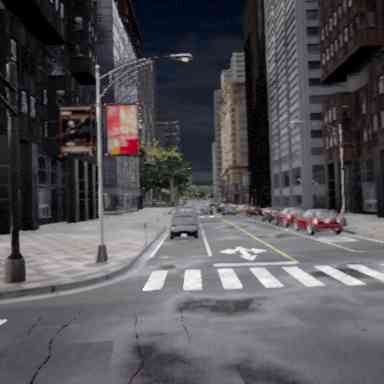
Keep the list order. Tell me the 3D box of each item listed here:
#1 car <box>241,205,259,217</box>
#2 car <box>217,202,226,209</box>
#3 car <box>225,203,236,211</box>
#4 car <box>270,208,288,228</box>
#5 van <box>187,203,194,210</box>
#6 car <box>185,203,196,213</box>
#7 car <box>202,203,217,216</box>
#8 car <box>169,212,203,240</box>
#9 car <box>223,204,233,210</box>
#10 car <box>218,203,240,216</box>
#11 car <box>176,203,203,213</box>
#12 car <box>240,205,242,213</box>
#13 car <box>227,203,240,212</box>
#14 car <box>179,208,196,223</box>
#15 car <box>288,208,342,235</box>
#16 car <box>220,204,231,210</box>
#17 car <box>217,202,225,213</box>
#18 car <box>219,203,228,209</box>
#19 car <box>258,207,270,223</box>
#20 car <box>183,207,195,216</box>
[{"bbox_3d":[8.090,2.527,43.399,1.887,1.381,4.507,-2,-2,0],"label":"car"},{"bbox_3d":[8.177,3.644,92.212,2.192,1.841,5.009,-2,-2,0],"label":"car"},{"bbox_3d":[8.139,3.166,70.517,1.967,1.590,4.097,-2,-2,0],"label":"car"},{"bbox_3d":[8.056,1.983,27.133,1.967,1.590,4.097,-2,-2,0],"label":"car"},{"bbox_3d":[-0.354,3.788,86.812,1.690,1.788,3.998,-2,-2,0],"label":"van"},{"bbox_3d":[-0.387,3.309,70.541,2.192,1.841,5.009,-2,-2,0],"label":"car"},{"bbox_3d":[2.349,2.904,52.059,1.837,1.490,4.892,-2,-2,0],"label":"car"},{"bbox_3d":[-0.471,2.231,21.718,1.947,1.339,4.313,-2,-2,0],"label":"car"},{"bbox_3d":[8.152,3.422,75.937,1.887,1.381,4.507,-2,-2,0],"label":"car"},{"bbox_3d":[5.374,2.762,48.777,2.033,1.411,5.357,-2,-2,1],"label":"car"},{"bbox_3d":[-0.470,2.126,27.149,2.192,1.841,5.009,-2,-2,0],"label":"car"},{"bbox_3d":[8.111,2.808,54.415,1.752,1.417,4.829,-2,-2,0],"label":"car"},{"bbox_3d":[8.128,3.016,65.093,1.967,1.590,4.097,-2,-2,0],"label":"car"},{"bbox_3d":[-0.442,2.624,37.821,1.752,1.417,4.829,-2,-2,0],"label":"car"},{"bbox_3d":[8.045,1.838,21.710,1.967,1.590,4.097,-2,-2,0],"label":"car"},{"bbox_3d":[8.164,3.578,81.359,2.008,1.369,4.403,-2,-2,0],"label":"car"},{"bbox_3d":[5.359,2.953,58.291,1.882,1.535,5.008,-2,-2,0],"label":"car"},{"bbox_3d":[8.174,3.709,86.953,1.752,1.417,4.829,-2,-2,0],"label":"car"},{"bbox_3d":[8.071,2.271,32.552,1.802,1.307,4.206,-2,-2,0],"label":"car"},{"bbox_3d":[-0.409,3.128,54.262,1.802,1.307,4.206,-2,-2,0],"label":"car"}]
